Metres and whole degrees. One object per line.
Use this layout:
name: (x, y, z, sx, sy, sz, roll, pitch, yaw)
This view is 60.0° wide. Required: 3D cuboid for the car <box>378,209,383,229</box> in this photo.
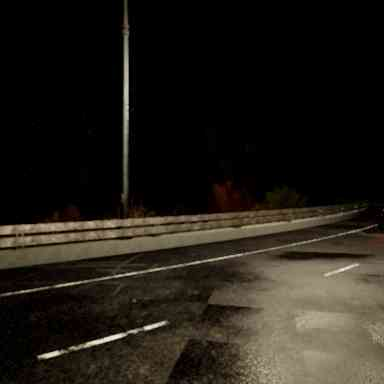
car: (13.160, 1.545, 20.911, 1.837, 1.490, 4.892, 0, 0, 42)
